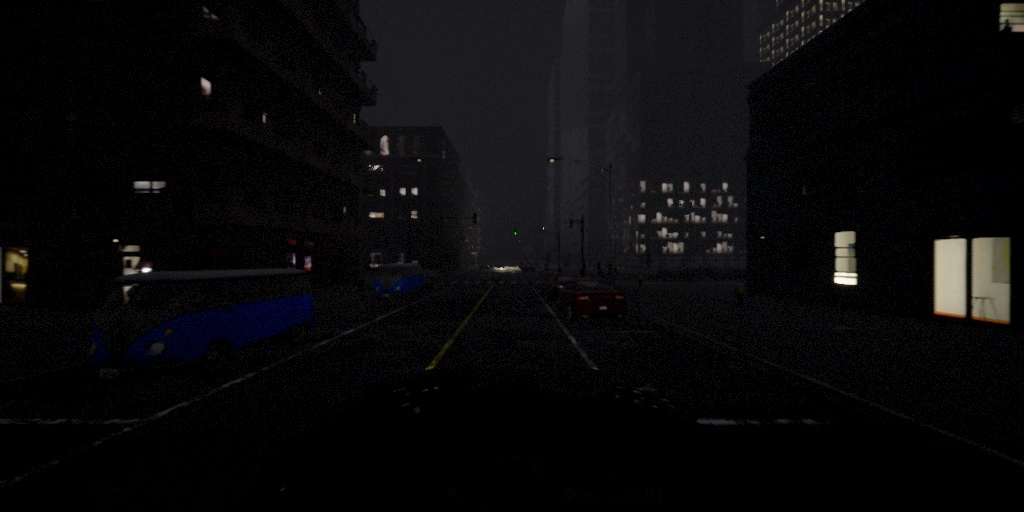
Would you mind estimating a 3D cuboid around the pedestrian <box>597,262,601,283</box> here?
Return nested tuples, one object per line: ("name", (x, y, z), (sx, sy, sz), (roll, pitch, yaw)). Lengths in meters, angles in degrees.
("pedestrian", (7.142, 1.377, 29.576), (0.375, 1.860, 0.375), (-1, 0, 0))

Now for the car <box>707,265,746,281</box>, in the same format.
("car", (22.205, 1.866, 36.030), (4.313, 1.339, 1.948), (0, 0, 1))

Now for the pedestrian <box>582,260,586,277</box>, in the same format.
("pedestrian", (6.143, 1.219, 30.776), (0.375, 1.860, 0.375), (-1, 0, 0))

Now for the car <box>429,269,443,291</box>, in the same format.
("car", (-5.685, 1.546, 23.902), (2.007, 1.370, 4.403), (0, 0, 0))

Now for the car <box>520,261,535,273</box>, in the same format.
("car", (2.671, 1.882, 56.418), (1.888, 1.381, 4.507), (0, 0, 0))

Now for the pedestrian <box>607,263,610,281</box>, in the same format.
("pedestrian", (8.142, 1.436, 30.176), (0.375, 1.860, 0.375), (-1, 0, 0))

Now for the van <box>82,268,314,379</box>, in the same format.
("van", (-5.690, 1.152, 7.160), (1.690, 1.789, 3.998), (0, 0, 0))

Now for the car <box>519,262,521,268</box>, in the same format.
("car", (2.673, 1.833, 62.064), (1.967, 1.591, 4.097), (0, 0, 0))

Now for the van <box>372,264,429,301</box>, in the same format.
("van", (-5.687, 1.275, 18.323), (1.690, 1.789, 3.998), (0, 0, 0))

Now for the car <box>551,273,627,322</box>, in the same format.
("car", (2.693, 1.418, 12.775), (1.888, 1.381, 4.507), (0, 0, 0))

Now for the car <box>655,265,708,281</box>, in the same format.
("car", (16.724, 1.826, 36.107), (4.403, 1.370, 2.007), (0, 0, 1))

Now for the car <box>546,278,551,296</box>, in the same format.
("car", (2.694, 1.516, 18.356), (1.802, 1.307, 4.207), (0, 0, 0))
